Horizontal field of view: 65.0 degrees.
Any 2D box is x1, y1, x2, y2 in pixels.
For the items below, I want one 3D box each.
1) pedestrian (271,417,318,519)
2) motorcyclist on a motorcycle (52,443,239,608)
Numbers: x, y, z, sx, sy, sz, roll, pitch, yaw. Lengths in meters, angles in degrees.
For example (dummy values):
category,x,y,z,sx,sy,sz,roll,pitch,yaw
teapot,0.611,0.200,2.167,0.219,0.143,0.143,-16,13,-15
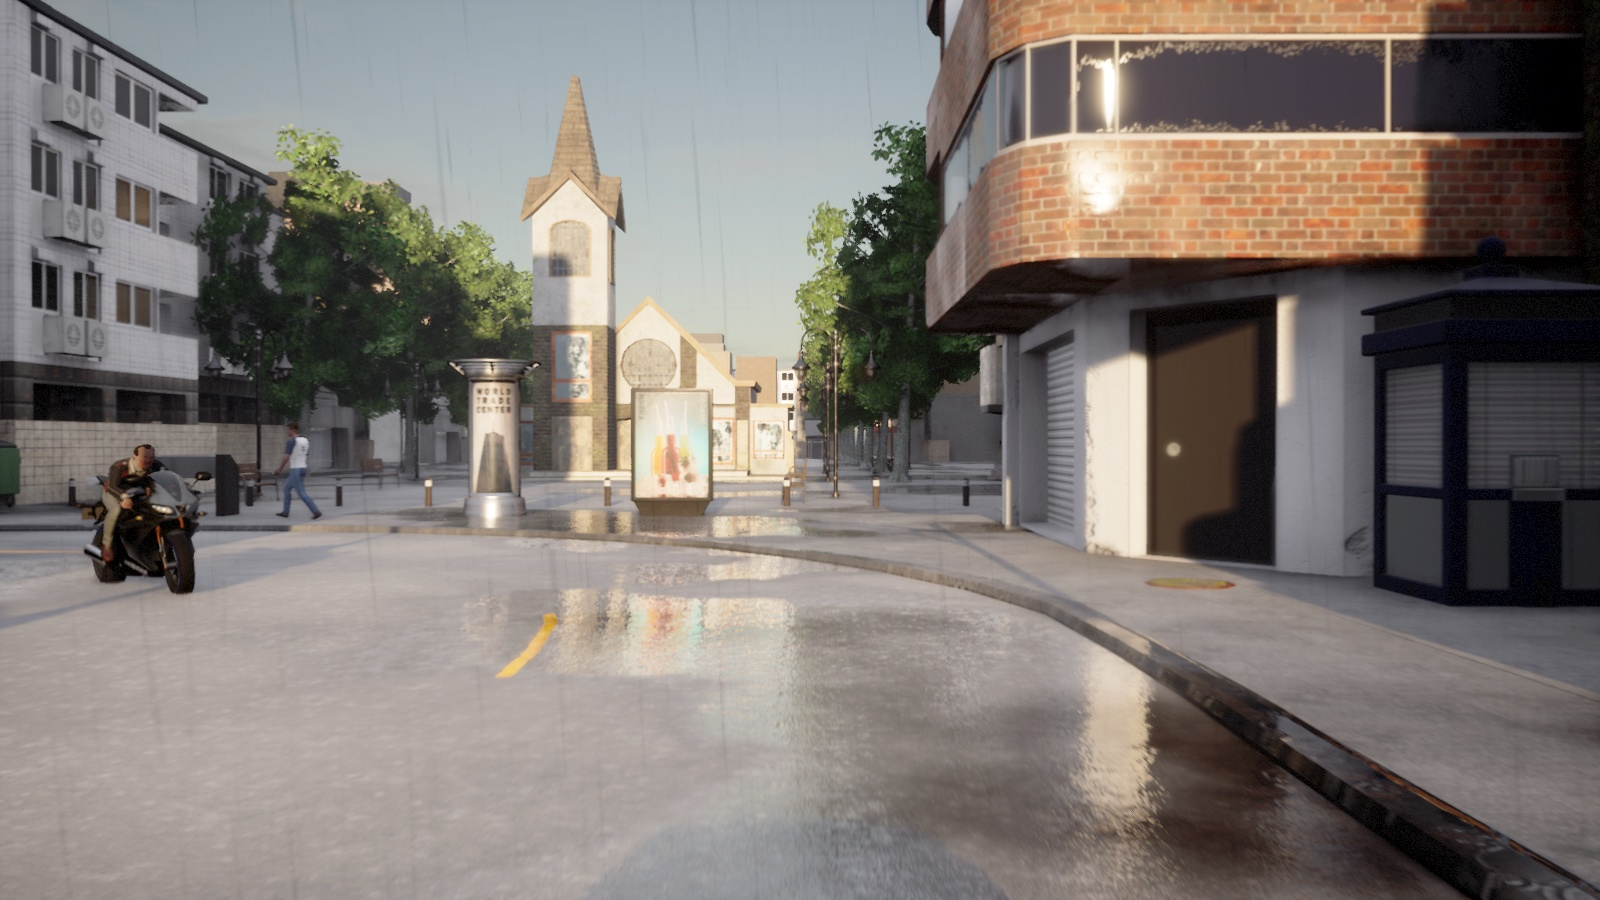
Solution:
category,x,y,z,sx,sy,sz,roll,pitch,yaw
pedestrian,-9.205,0.320,22.868,0.706,1.836,0.354,0,0,8
motorcyclist on a motorcycle,-6.699,0.705,12.804,2.191,1.530,0.866,0,2,40
